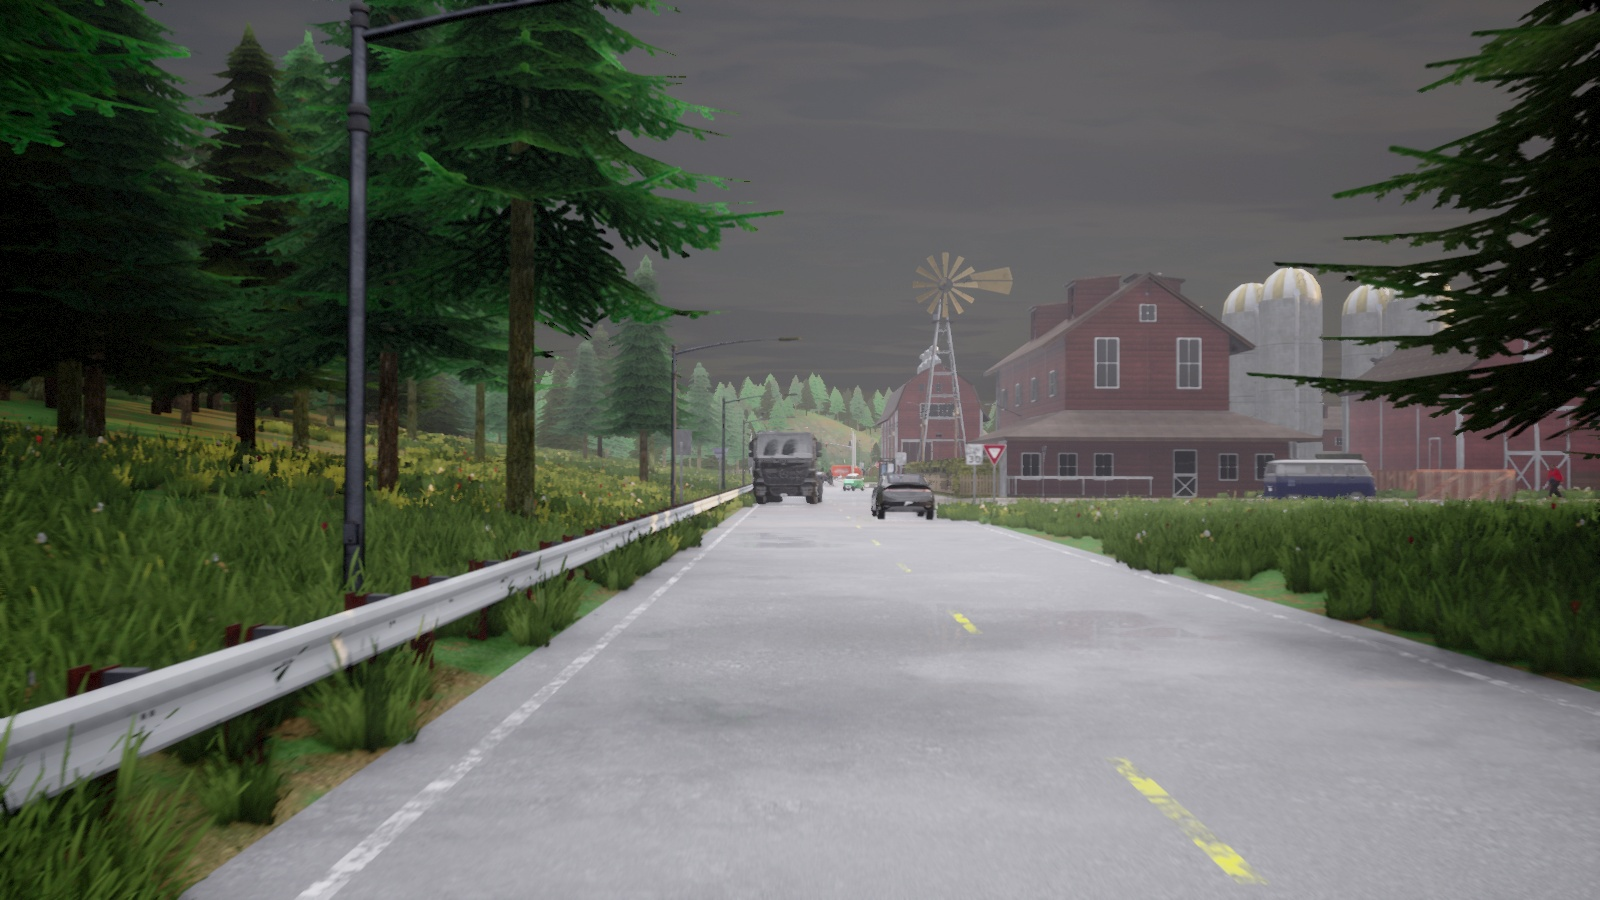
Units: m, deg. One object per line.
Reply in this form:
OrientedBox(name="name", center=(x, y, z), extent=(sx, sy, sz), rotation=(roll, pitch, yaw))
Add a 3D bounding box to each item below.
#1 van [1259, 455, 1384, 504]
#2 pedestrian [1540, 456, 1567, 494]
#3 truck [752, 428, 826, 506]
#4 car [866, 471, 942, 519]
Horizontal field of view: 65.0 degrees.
OrientedBox(name="van", center=(21.694, 1.217, 52.368), extent=(4.442, 1.987, 1.775), rotation=(0, -1, 0))
OrientedBox(name="pedestrian", center=(36.234, 1.196, 60.387), extent=(0.899, 1.844, 0.634), rotation=(0, -1, -9))
OrientedBox(name="truck", center=(-0.426, 0.843, 60.636), extent=(2.891, 3.462, 7.936), rotation=(-1, -1, 4))
OrientedBox(name="car", center=(3.398, 1.458, 41.925), extent=(2.128, 1.511, 4.902), rotation=(0, -1, 0))
